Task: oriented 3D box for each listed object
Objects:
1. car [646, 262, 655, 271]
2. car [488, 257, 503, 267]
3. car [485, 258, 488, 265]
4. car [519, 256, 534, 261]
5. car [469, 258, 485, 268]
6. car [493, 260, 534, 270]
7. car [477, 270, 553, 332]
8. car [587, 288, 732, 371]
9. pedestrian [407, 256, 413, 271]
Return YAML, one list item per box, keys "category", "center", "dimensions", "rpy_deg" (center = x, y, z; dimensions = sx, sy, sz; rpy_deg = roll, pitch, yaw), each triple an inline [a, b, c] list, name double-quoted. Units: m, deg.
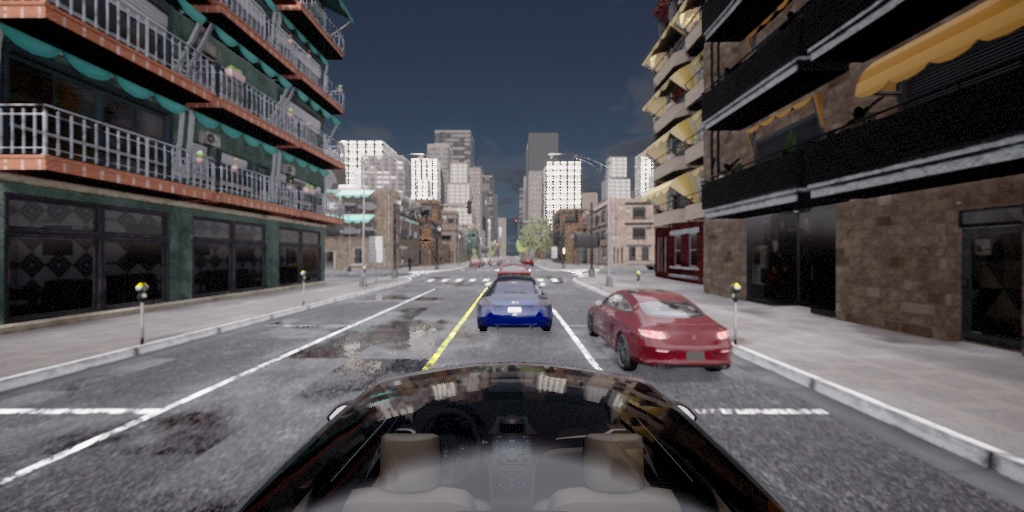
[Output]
- category: "car"
  center: [17.515, 0.964, 40.884]
  dimensions: [4.313, 1.339, 1.948]
  rpy_deg: [0, 0, 0]
- category: "car"
  center: [-3.011, 1.074, 62.311]
  dimensions: [1.812, 1.442, 4.674]
  rpy_deg: [0, 0, 1]
- category: "car"
  center: [-5.660, 1.115, 62.091]
  dimensions: [1.948, 1.339, 4.313]
  rpy_deg: [0, 0, 0]
- category: "car"
  center: [2.720, 0.864, 62.087]
  dimensions: [2.192, 1.841, 5.009]
  rpy_deg: [0, 0, 0]
- category: "car"
  center: [-5.751, 1.109, 56.570]
  dimensions: [1.888, 1.381, 4.507]
  rpy_deg: [0, 0, 0]
- category: "car"
  center: [0.108, 1.158, 20.279]
  dimensions: [1.882, 1.535, 5.008]
  rpy_deg: [0, 0, 0]
- category: "car"
  center: [0.094, 1.278, 10.752]
  dimensions: [1.994, 1.385, 4.181]
  rpy_deg: [0, 0, 1]
- category: "car"
  center: [2.692, 1.310, 7.336]
  dimensions: [1.802, 1.307, 4.207]
  rpy_deg: [0, 0, 0]
- category: "pedestrian"
  center: [-12.491, 0.886, 43.828]
  dimensions: [0.375, 1.860, 0.375]
  rpy_deg: [0, 1, 0]
